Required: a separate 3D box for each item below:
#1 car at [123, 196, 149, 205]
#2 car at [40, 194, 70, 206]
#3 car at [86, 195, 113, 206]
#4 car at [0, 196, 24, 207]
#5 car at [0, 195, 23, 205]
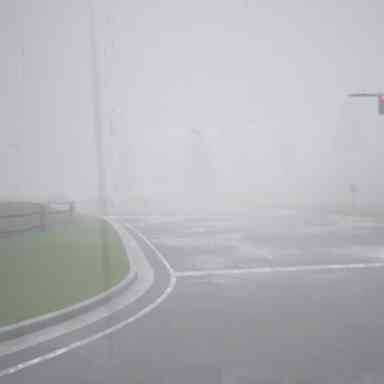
[{"bbox_3d":[-9.170,1.341,54.267,5.008,1.535,1.882,0,0,36],"label":"car"},{"bbox_3d":[-21.772,1.483,53.145,4.902,1.511,2.128,-1,0,25],"label":"car"},{"bbox_3d":[-15.062,1.277,53.894,4.553,1.767,2.097,0,0,32],"label":"car"},{"bbox_3d":[-29.159,1.618,52.223,5.357,1.411,2.033,-1,0,15],"label":"car"},{"bbox_3d":[-33.325,1.435,60.177,4.553,1.767,2.097,0,0,7],"label":"car"}]
